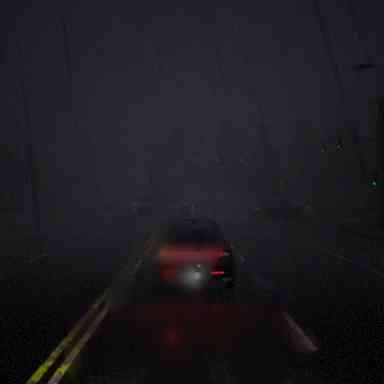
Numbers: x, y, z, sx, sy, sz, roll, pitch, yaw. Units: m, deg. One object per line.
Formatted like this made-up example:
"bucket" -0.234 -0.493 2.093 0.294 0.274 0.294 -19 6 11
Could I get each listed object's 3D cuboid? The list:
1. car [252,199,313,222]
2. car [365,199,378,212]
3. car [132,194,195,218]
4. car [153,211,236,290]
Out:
"car" 7.051 1.358 26.028 4.553 1.767 2.097 0 0 0
"car" 22.256 1.211 36.792 5.566 2.045 2.150 0 0 0
"car" -2.462 1.232 29.481 5.566 2.045 2.150 0 0 0
"car" 0.051 1.504 9.147 2.128 1.511 4.902 0 0 0
